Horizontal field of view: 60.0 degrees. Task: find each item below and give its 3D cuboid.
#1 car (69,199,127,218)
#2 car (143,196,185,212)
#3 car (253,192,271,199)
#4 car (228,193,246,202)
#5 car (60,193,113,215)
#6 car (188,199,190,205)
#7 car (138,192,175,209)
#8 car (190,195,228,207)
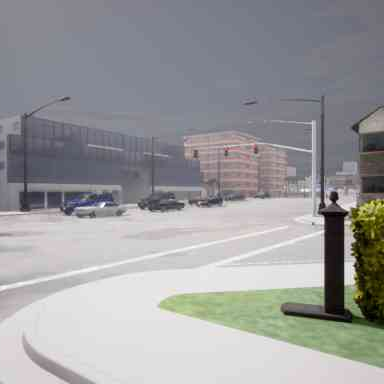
[{"bbox_3d":[-8.124,1.555,29.736,1.895,1.301,4.718,0,0,35],"label":"car"},{"bbox_3d":[-2.866,1.493,37.240,1.895,1.301,4.718,0,1,35],"label":"car"},{"bbox_3d":[14.366,0.726,67.755,2.033,1.411,5.357,0,0,35],"label":"car"},{"bbox_3d":[7.505,0.901,58.108,2.033,1.411,5.357,0,1,35],"label":"car"},{"bbox_3d":[-10.160,1.171,32.933,2.150,2.045,5.566,0,0,35],"label":"car"},{"bbox_3d":[1.383,1.247,49.400,1.895,1.301,4.718,0,2,35],"label":"car"},{"bbox_3d":[-4.219,1.072,41.408,2.150,2.045,5.566,0,1,36],"label":"car"},{"bbox_3d":[2.403,1.217,44.756,2.128,1.511,4.902,0,1,35],"label":"car"}]
